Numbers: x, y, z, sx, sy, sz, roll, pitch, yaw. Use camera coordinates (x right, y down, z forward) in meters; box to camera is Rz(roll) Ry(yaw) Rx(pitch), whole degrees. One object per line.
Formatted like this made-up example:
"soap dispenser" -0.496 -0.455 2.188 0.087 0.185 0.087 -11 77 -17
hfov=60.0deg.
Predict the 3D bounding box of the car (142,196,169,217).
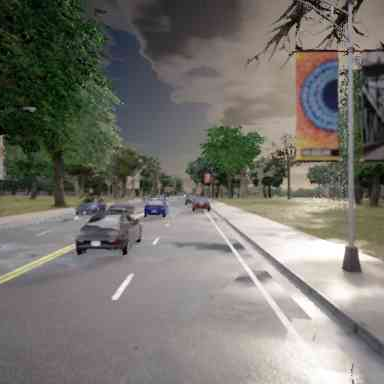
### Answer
"car" -3.204 1.458 30.546 1.882 1.535 5.008 0 0 0

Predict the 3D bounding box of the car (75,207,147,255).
"car" -3.149 1.520 13.197 1.812 1.442 4.674 0 0 0

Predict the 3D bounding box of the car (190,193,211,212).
"car" 1.058 1.321 39.139 2.097 1.767 4.553 0 0 0

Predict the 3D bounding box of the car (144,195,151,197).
"car" -9.932 1.385 74.138 1.837 1.490 4.892 0 0 0

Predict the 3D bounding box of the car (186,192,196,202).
"car" -0.182 1.053 74.600 2.150 2.045 5.566 0 0 0

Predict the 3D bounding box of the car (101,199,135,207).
"car" -6.656 1.526 31.638 2.033 1.411 5.357 0 0 0

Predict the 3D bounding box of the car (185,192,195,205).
"car" -0.128 1.303 56.555 2.097 1.767 4.553 0 0 0

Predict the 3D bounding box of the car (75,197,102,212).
"car" -9.903 1.329 32.929 2.097 1.767 4.553 0 0 0
